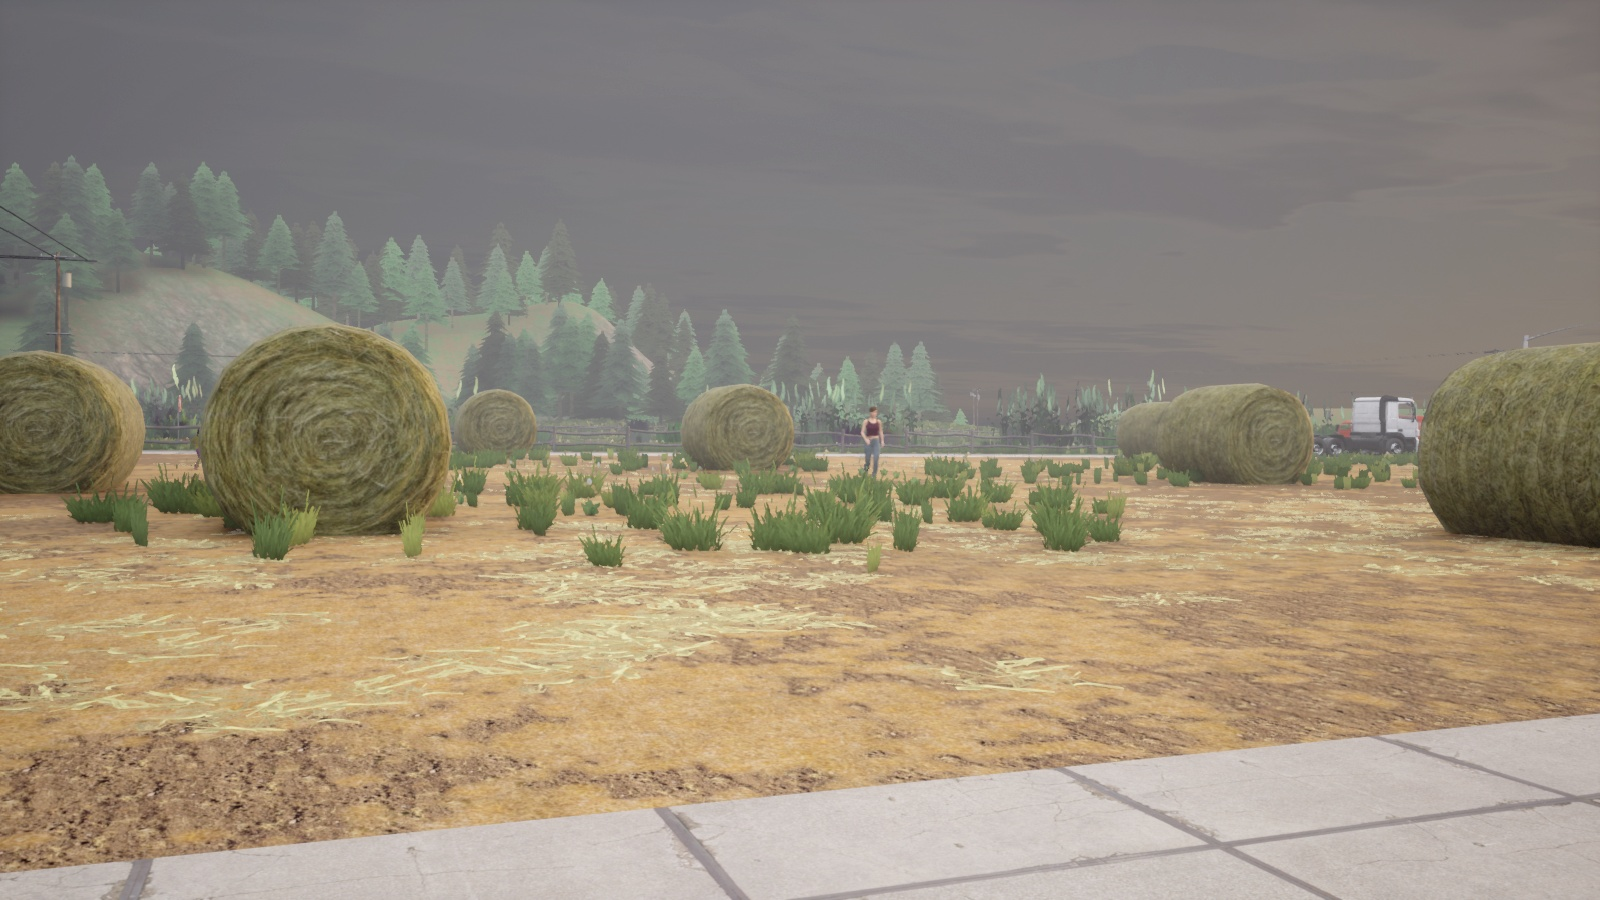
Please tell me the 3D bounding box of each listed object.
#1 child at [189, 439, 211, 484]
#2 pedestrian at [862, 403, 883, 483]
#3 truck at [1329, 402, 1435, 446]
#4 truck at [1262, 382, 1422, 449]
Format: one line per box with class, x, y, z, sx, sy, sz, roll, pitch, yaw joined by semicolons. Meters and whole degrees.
child;-15.859;0.303;33.173;0.299;1.160;0.473;0;1;6
pedestrian;1.673;-0.164;28.957;0.345;1.836;0.594;-1;1;-9
truck;33.830;-1.545;73.045;5.204;2.467;2.627;-1;1;-17
truck;29.344;-1.891;68.005;7.936;3.462;2.891;-1;1;-17
